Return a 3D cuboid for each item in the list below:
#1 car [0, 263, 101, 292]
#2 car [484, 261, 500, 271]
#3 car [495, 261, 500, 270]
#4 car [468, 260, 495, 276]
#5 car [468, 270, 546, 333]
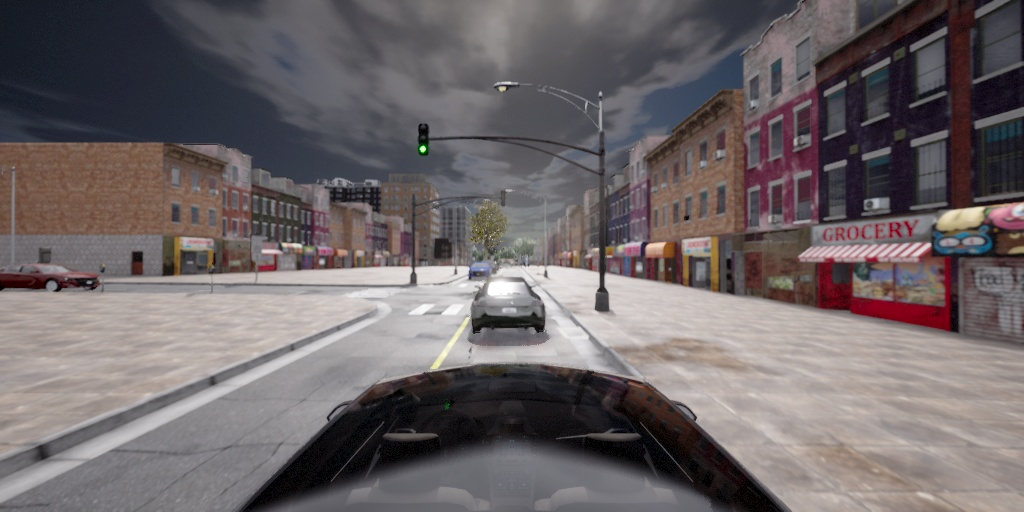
[{"bbox_3d":[-23.249,1.053,17.808,4.507,1.381,1.888,0,0,0],"label":"car"},{"bbox_3d":[-2.861,1.488,52.670,1.994,1.385,4.181,0,0,1],"label":"car"},{"bbox_3d":[-2.871,1.220,42.746,2.097,1.767,4.553,0,0,0],"label":"car"},{"bbox_3d":[-2.865,1.293,32.910,1.882,1.535,5.008,0,0,0],"label":"car"},{"bbox_3d":[-0.192,1.305,10.820,1.994,1.385,4.181,0,0,-4],"label":"car"}]
